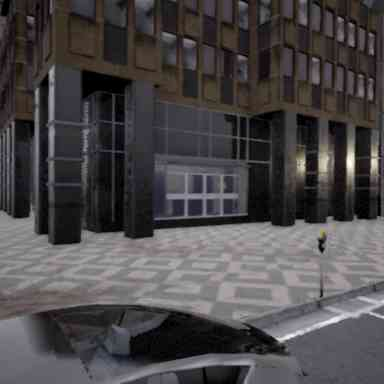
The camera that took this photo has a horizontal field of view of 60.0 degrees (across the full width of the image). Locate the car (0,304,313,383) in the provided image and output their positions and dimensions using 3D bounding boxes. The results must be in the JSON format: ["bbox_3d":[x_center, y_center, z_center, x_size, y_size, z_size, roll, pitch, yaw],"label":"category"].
[{"bbox_3d":[-1.135,1.525,1.789,4.313,1.339,1.947,0,1,-34],"label":"car"}]
